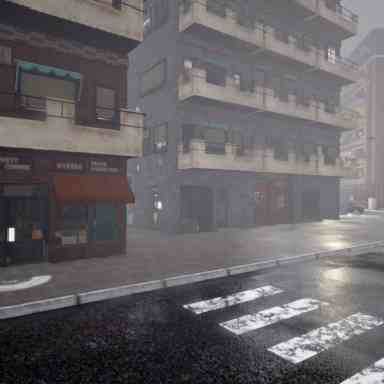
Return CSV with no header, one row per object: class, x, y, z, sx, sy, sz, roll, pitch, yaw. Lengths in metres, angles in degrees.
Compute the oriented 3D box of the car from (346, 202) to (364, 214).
car,18.050,1.789,38.328,1.895,1.301,4.718,0,0,5
